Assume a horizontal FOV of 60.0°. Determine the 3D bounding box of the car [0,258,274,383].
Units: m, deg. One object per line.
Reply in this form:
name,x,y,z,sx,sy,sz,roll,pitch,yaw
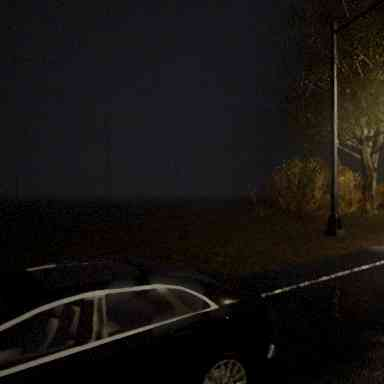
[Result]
car,-1.366,1.489,3.048,4.902,1.511,2.128,0,0,-36
